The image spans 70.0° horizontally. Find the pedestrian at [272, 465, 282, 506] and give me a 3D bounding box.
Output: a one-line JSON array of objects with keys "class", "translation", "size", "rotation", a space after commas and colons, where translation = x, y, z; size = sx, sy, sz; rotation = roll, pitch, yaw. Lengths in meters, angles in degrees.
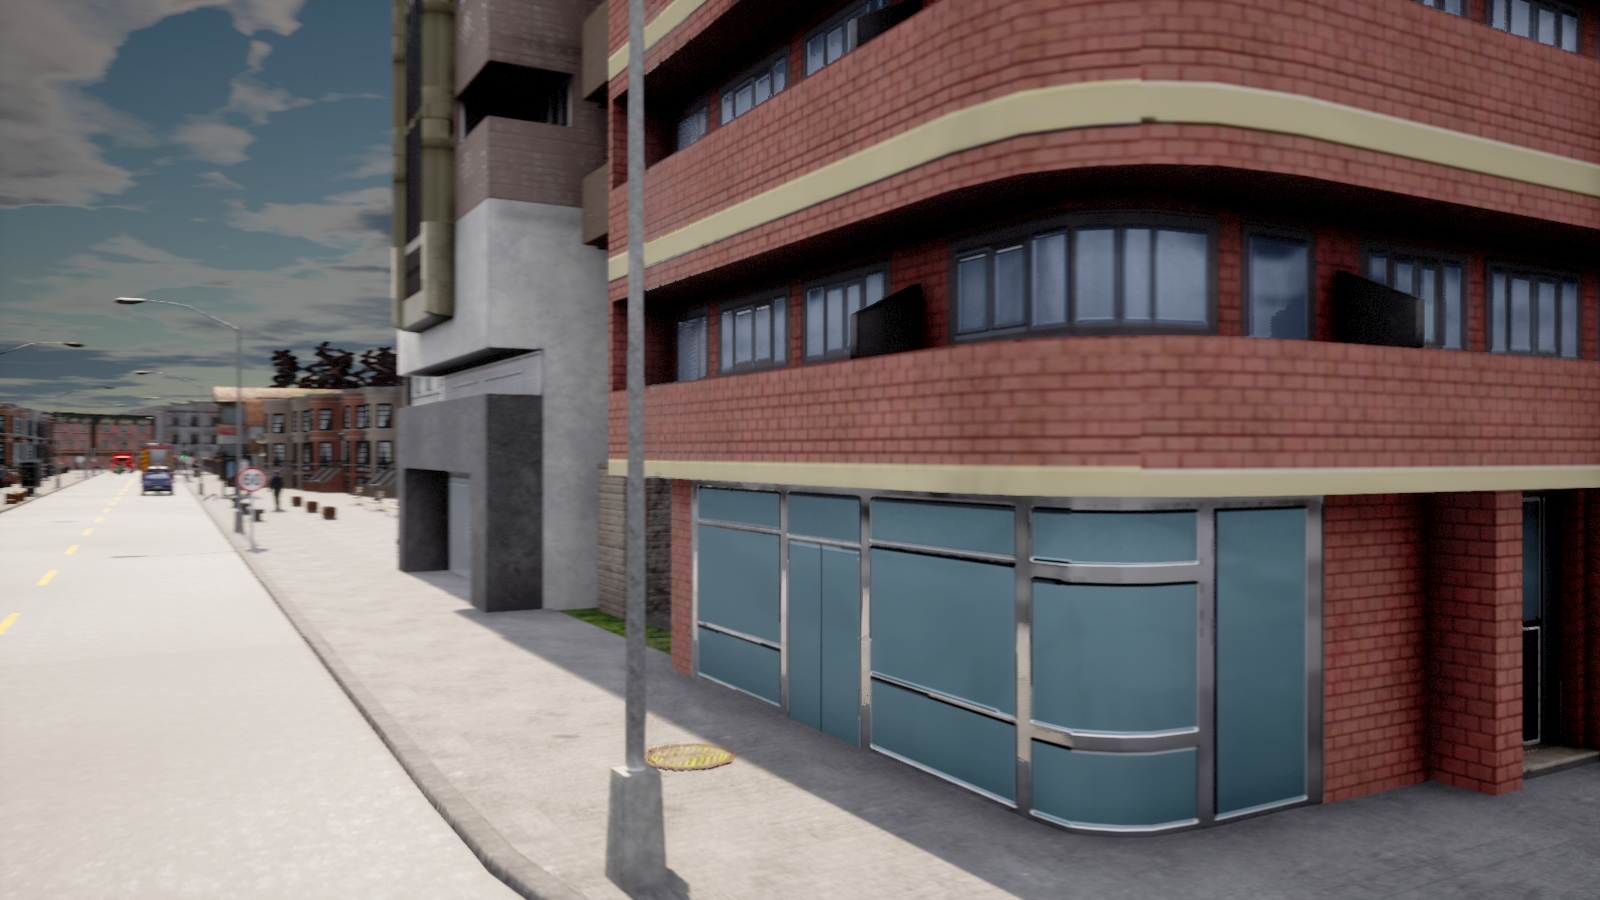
[{"class": "pedestrian", "translation": [-23.872, 1.600, 52.127], "size": [0.375, 1.860, 0.375], "rotation": [0, 0, -33]}]
